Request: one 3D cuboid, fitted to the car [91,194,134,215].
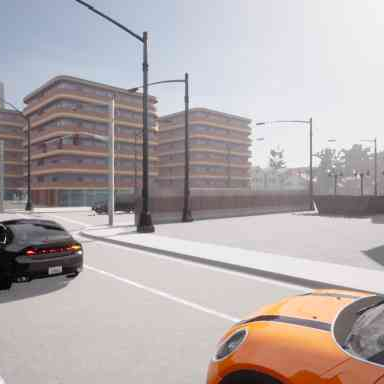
[{"bbox_3d":[-7.383,1.221,33.930,5.566,2.045,2.150,0,0,-44],"label":"car"}]

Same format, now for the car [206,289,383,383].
[{"bbox_3d":[2.278,1.352,2.333,4.553,1.767,2.097,0,0,40],"label":"car"}]

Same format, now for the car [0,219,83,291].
[{"bbox_3d":[-4.717,1.505,9.221,1.837,1.490,4.892,0,0,-43],"label":"car"}]
